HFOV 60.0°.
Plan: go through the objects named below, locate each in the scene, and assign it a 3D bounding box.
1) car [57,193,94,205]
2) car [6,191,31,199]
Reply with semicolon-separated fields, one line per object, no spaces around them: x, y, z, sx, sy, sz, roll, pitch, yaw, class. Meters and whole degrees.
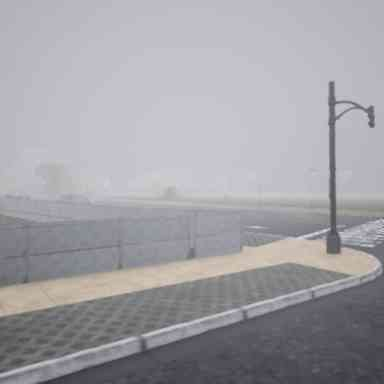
-11.808;0.945;33.577;4.553;1.767;2.097;1;2;43;car
-23.390;0.494;44.662;5.008;1.535;1.882;1;2;44;car
